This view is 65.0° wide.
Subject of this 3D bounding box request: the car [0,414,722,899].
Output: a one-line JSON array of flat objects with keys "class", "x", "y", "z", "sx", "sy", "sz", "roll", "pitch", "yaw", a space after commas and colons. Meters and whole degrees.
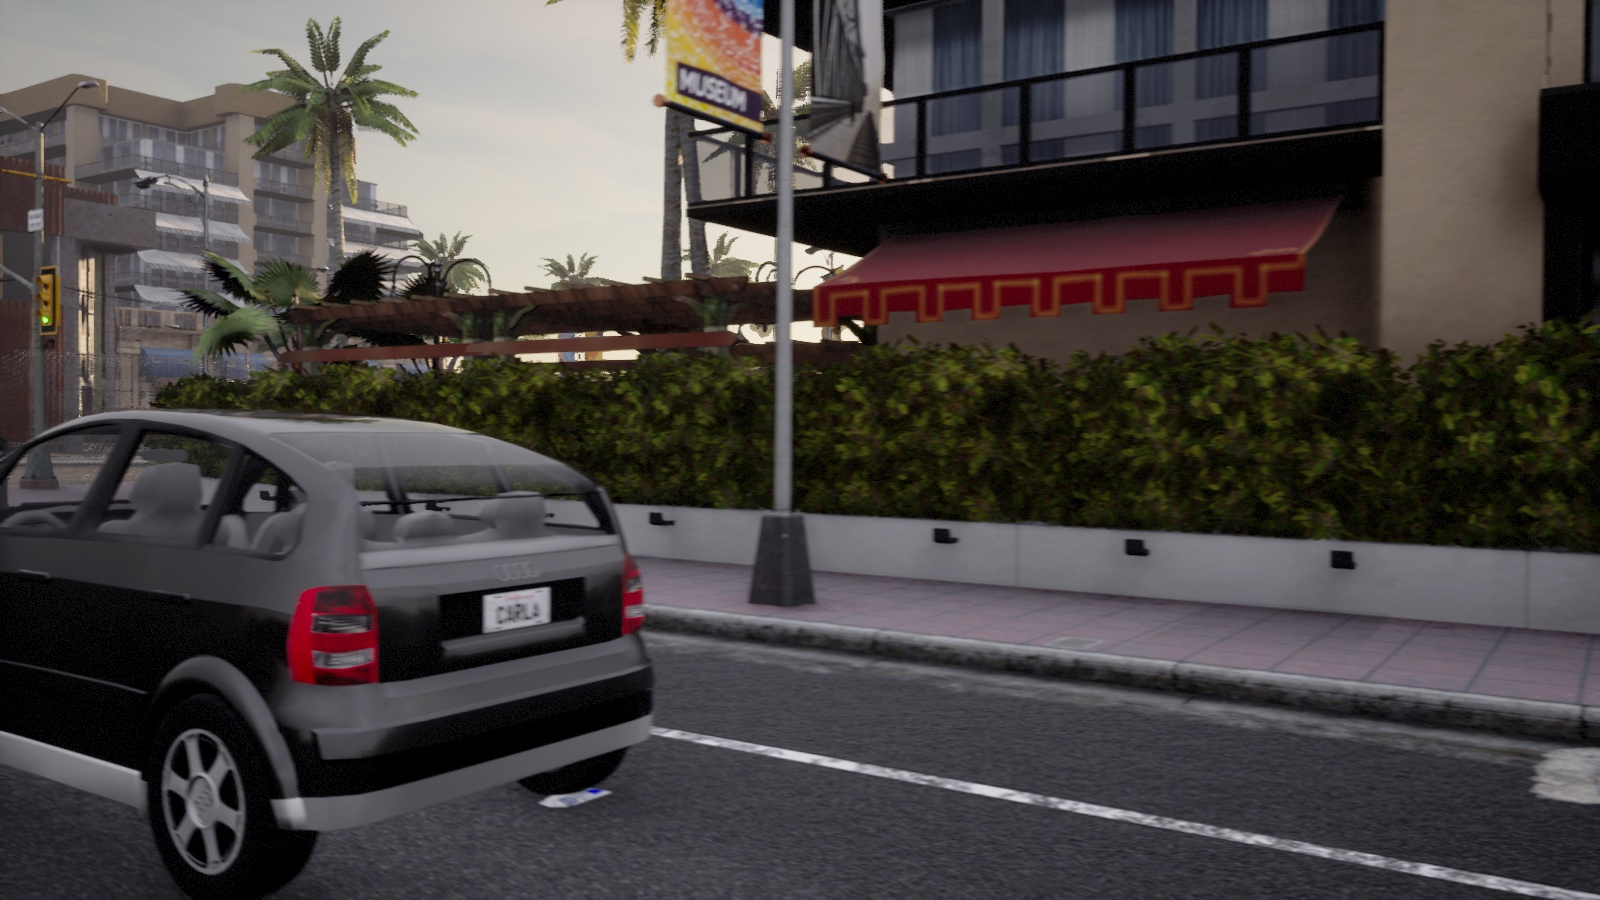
[{"class": "car", "x": -2.346, "y": 0.659, "z": 5.178, "sx": 3.705, "sy": 1.549, "sz": 1.789, "roll": 0, "pitch": 1, "yaw": 34}]
